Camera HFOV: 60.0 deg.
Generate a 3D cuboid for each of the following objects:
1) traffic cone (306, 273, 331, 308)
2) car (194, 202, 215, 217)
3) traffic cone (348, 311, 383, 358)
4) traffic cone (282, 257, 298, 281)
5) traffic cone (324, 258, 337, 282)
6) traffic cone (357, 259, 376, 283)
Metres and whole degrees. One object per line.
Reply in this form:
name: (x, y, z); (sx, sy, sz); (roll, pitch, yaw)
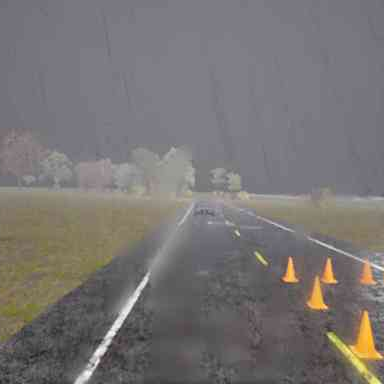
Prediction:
traffic cone: (2.540, 2.015, 6.773); (0.340, 0.580, 0.340); (1, 0, 1)
car: (1.189, 1.652, 32.439); (1.994, 1.385, 4.181); (1, 0, 1)
traffic cone: (2.490, 2.010, 4.774); (0.340, 0.580, 0.340); (1, 0, 1)
traffic cone: (2.591, 2.020, 8.772); (0.340, 0.580, 0.340); (1, 0, 1)
traffic cone: (3.591, 2.038, 8.747); (0.340, 0.580, 0.340); (1, 0, 1)
traffic cone: (4.590, 2.056, 8.722); (0.340, 0.580, 0.340); (1, 0, 1)
